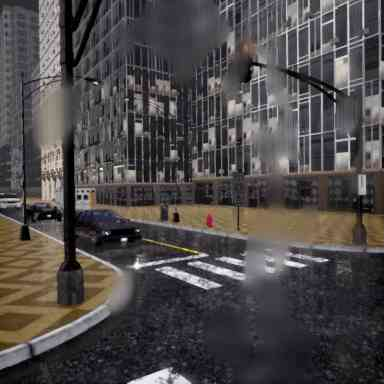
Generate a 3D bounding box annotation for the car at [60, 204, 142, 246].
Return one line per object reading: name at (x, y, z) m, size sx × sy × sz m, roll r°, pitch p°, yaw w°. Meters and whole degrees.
car at (-4.299, 1.527, 15.606) m, size 2.033 × 1.411 × 5.357 m, roll -1°, pitch 1°, yaw -36°

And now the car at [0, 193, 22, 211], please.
car at (-22.583, 1.175, 41.083) m, size 2.150 × 2.045 × 5.566 m, roll -1°, pitch 0°, yaw -35°

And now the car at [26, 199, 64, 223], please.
car at (-11.375, 1.533, 25.432) m, size 1.994 × 1.385 × 4.181 m, roll -1°, pitch 1°, yaw -36°

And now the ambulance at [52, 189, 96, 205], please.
ambulance at (-10.728, 0.949, 29.799) m, size 2.351 × 2.431 × 6.366 m, roll -1°, pitch 1°, yaw -36°
